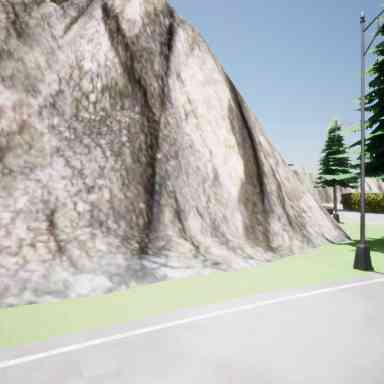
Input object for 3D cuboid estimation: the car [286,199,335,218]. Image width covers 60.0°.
[{"bbox_3d":[10.953,1.478,31.109,1.882,1.535,5.008,0,0,-25],"label":"car"}]
